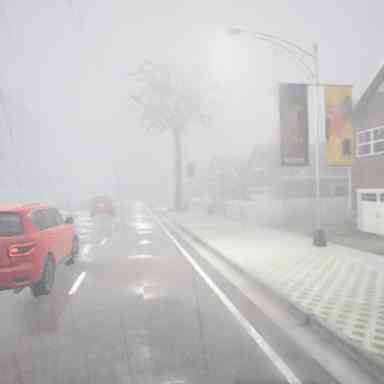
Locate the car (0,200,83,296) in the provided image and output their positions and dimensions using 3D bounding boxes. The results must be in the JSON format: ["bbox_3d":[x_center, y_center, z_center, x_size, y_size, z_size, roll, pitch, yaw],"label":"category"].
[{"bbox_3d":[-4.528,1.320,8.809,2.150,2.045,5.566,-1,0,-10],"label":"car"}]

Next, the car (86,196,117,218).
[{"bbox_3d":[-8.680,1.386,32.650,2.150,2.045,5.566,-1,0,-10],"label":"car"}]

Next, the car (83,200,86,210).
[{"bbox_3d":[-14.273,1.782,45.305,1.837,1.490,4.892,-1,0,-9],"label":"car"}]

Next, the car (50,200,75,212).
[{"bbox_3d":[-17.583,1.902,45.438,2.033,1.411,5.357,-1,0,-10],"label":"car"}]
